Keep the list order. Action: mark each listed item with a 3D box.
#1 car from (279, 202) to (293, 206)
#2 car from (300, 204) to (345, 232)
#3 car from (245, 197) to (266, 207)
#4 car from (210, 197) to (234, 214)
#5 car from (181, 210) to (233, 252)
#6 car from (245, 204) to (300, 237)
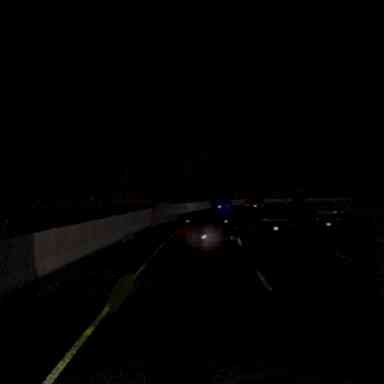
[{"bbox_3d":[11.273,1.903,40.231,1.882,1.535,5.008,0,-1,12],"label":"car"},{"bbox_3d":[8.301,1.758,21.919,1.812,1.442,4.674,0,-1,6],"label":"car"},{"bbox_3d":[7.194,1.620,37.818,2.150,2.045,5.566,0,-1,11],"label":"car"},{"bbox_3d":[3.176,1.595,35.428,2.150,2.045,5.566,0,-1,10],"label":"car"},{"bbox_3d":[0.643,1.719,14.655,1.994,1.385,4.181,0,-1,4],"label":"car"},{"bbox_3d":[4.567,1.699,19.628,2.128,1.511,4.902,0,-1,5],"label":"car"}]
